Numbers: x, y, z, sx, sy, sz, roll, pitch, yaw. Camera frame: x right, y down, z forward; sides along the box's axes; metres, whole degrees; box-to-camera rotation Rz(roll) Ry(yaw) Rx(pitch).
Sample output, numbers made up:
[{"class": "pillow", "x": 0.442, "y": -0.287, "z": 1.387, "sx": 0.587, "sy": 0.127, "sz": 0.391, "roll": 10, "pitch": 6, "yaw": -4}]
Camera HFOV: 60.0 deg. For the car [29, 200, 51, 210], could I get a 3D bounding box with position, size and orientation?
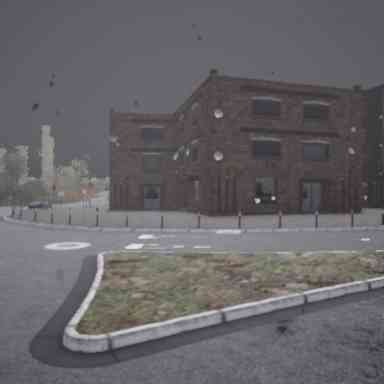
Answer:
[{"class": "car", "x": -22.890, "y": 1.954, "z": 50.412, "sx": 2.033, "sy": 1.411, "sz": 5.357, "roll": 0, "pitch": -2, "yaw": -6}]
